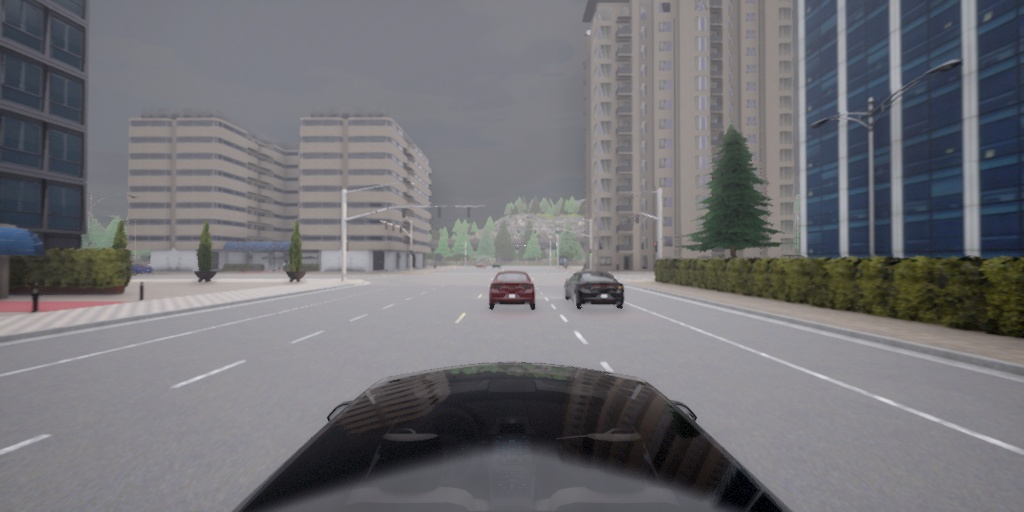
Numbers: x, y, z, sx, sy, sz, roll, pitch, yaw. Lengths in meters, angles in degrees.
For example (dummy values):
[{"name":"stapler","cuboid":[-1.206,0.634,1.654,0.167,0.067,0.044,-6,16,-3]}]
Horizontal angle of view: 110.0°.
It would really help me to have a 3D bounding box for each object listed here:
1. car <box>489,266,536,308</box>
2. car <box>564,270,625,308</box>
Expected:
[{"name":"car","cuboid":[0.024,1.384,16.078,1.882,1.535,5.008,0,0,0]},{"name":"car","cuboid":[3.524,1.384,16.076,1.882,1.535,5.008,0,0,0]}]
